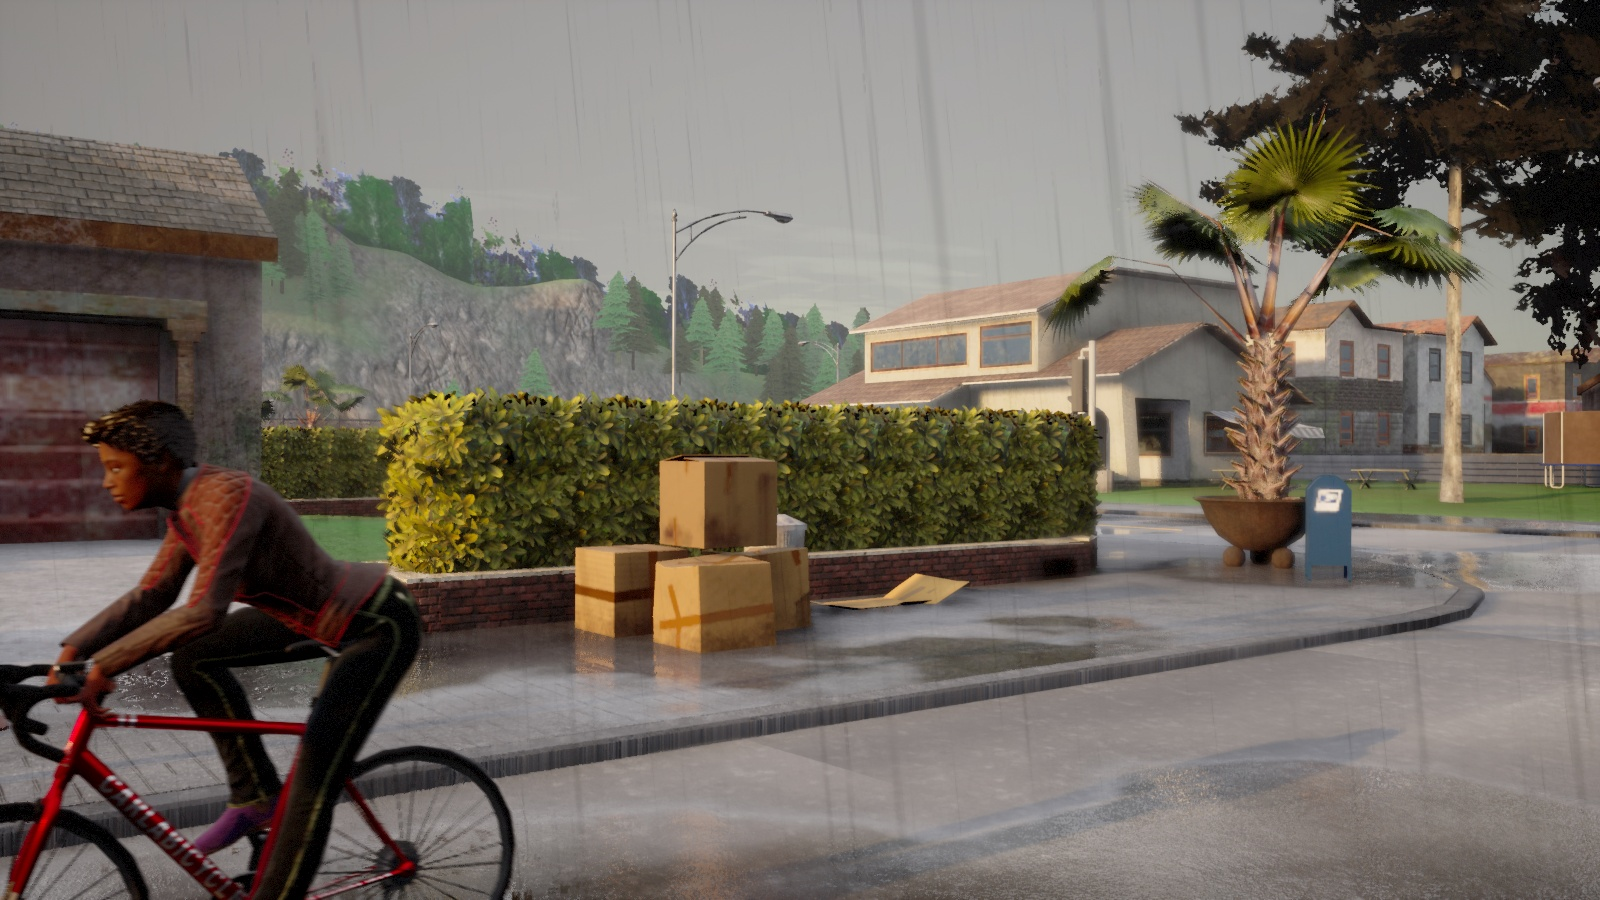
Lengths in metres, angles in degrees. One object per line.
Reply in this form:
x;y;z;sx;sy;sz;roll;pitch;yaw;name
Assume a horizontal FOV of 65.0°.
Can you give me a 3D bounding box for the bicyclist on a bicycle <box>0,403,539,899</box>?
-1.553;0.709;3.158;1.656;1.620;0.582;0;0;-37;bicyclist on a bicycle
